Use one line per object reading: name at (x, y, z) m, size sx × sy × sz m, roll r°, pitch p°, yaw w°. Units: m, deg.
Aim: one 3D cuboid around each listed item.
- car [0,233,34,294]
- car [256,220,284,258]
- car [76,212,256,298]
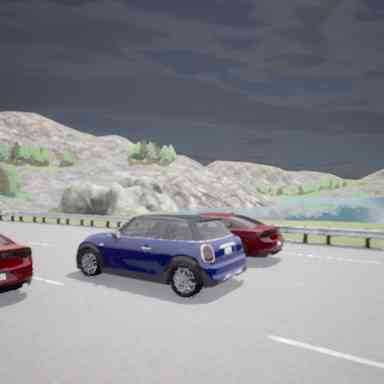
car at (-5.741, 1.475, 7.657) m, size 5.008 × 1.535 × 1.882 m, roll 0°, pitch 0°, yaw 33°
car at (0.689, 1.462, 11.820) m, size 5.008 × 1.535 × 1.882 m, roll 0°, pitch 0°, yaw 34°
car at (-0.946, 1.342, 8.696) m, size 4.553 × 1.767 × 2.097 m, roll 0°, pitch 0°, yaw 34°
